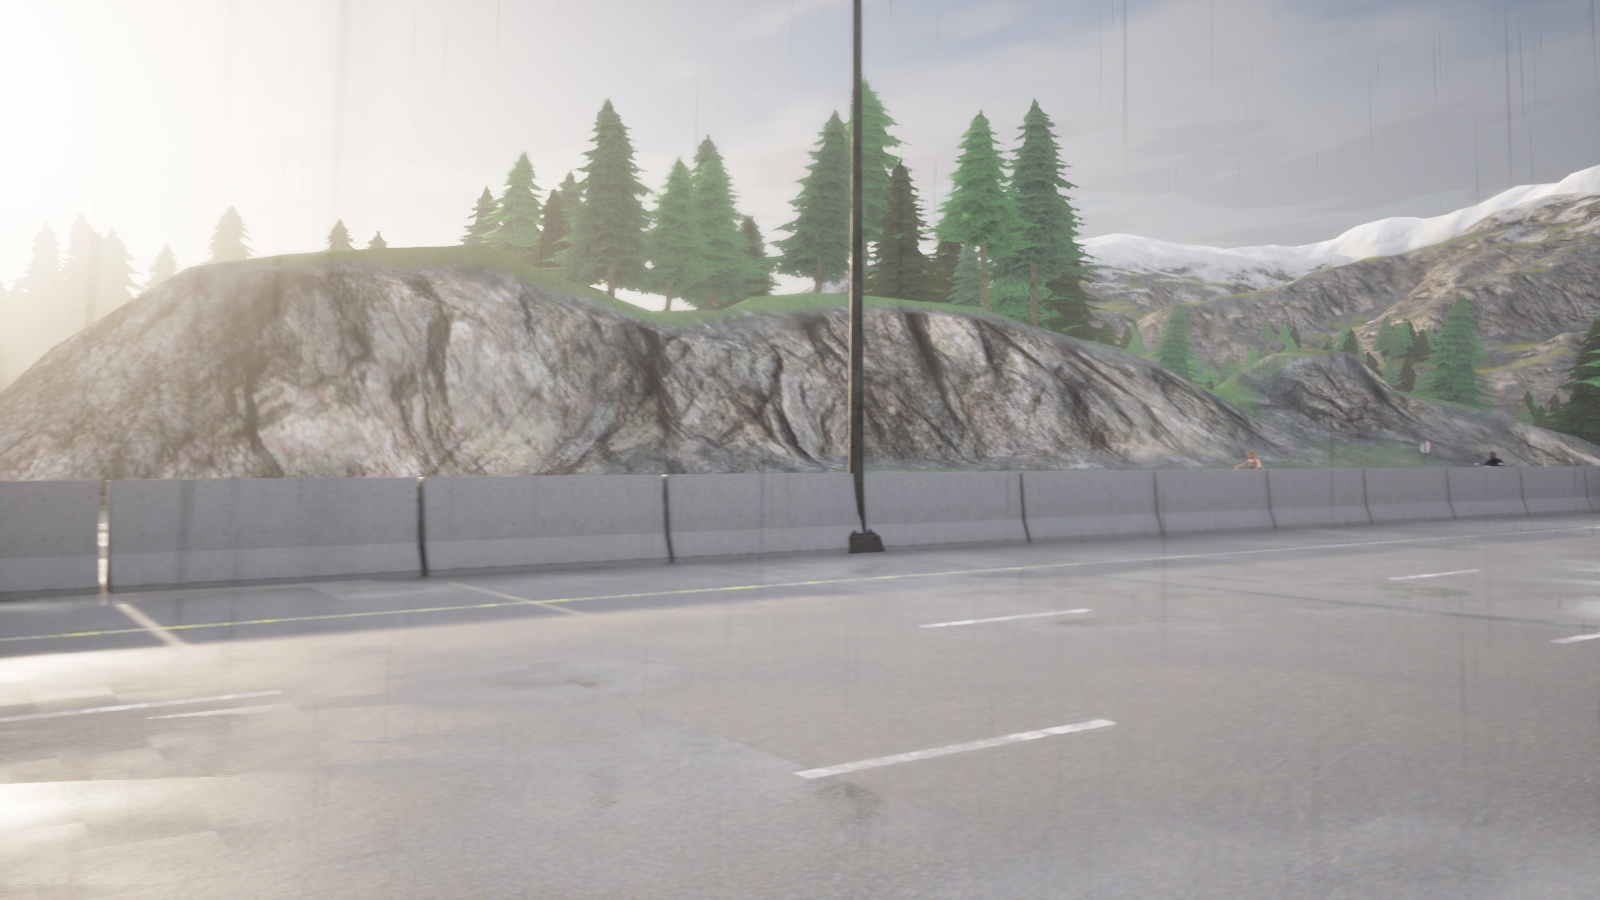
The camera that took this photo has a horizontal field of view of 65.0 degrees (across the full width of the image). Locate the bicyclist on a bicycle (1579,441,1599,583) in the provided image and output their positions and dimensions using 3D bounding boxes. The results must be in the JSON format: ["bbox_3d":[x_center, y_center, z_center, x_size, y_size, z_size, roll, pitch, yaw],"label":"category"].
[{"bbox_3d":[9.882,0.713,14.801,1.656,1.620,0.582,0,0,-35],"label":"bicyclist on a bicycle"}]
